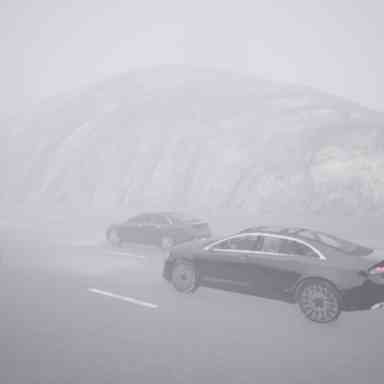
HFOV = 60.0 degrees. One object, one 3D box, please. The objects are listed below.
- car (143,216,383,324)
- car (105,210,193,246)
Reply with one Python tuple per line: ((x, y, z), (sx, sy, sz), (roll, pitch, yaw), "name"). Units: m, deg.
((1.540, 1.495, 7.180), (4.902, 1.511, 2.128), (0, 0, 36), "car")
((-1.491, 1.512, 13.652), (4.892, 1.490, 1.837), (0, 0, 36), "car")
